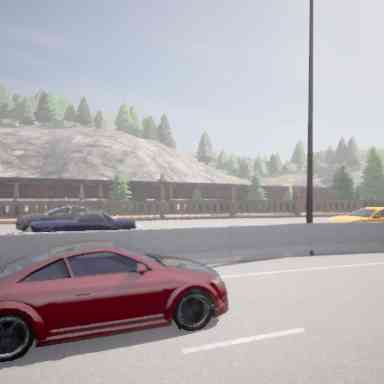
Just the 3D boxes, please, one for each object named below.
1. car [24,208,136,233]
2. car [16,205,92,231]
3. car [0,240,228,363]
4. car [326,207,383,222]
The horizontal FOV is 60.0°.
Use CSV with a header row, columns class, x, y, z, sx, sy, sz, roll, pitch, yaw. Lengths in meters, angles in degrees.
class,x,y,z,sx,sy,sz,roll,pitch,yaw
car,-5.161,1.595,15.822,4.718,1.301,1.895,0,0,-22
car,-7.152,1.483,18.736,4.902,1.511,2.128,0,0,-22
car,-1.492,1.561,5.744,4.181,1.385,1.994,0,0,-23
car,9.201,1.494,16.782,5.008,1.535,1.882,0,0,-13
